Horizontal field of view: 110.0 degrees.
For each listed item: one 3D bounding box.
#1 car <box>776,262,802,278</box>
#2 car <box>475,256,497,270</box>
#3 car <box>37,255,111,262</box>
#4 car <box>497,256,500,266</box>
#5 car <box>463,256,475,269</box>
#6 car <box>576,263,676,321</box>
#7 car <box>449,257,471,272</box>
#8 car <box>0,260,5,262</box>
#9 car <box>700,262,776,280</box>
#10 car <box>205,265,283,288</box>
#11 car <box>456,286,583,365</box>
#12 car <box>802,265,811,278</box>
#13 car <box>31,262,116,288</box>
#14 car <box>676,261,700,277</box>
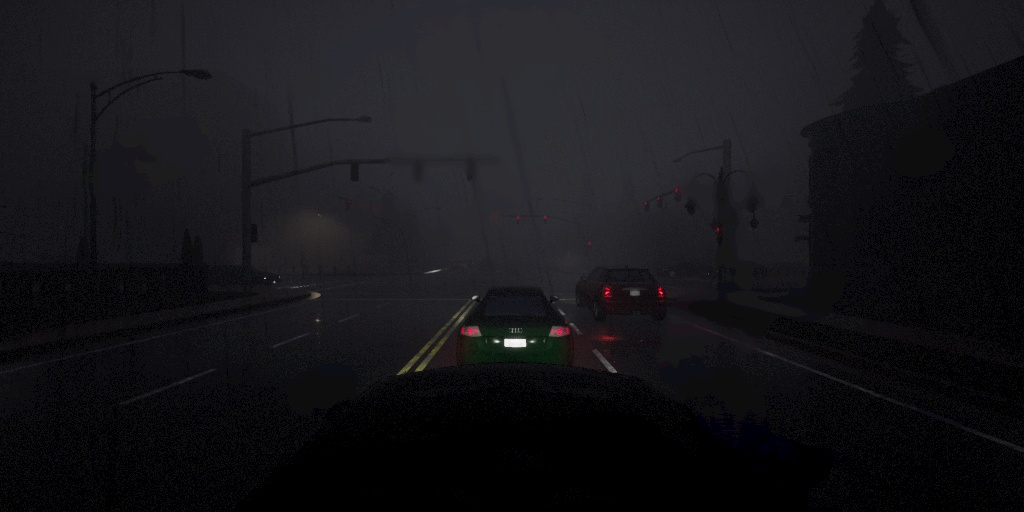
[{"bbox_3d":[25.528,1.276,33.890,4.674,1.442,1.812,0,0,-4],"label":"car"},{"bbox_3d":[-3.589,1.102,50.727,2.097,1.767,4.553,0,0,0],"label":"car"},{"bbox_3d":[-32.170,0.972,26.826,5.566,2.045,2.150,0,0,0],"label":"car"},{"bbox_3d":[-3.577,1.241,59.772,2.128,1.511,4.902,0,0,0],"label":"car"},{"bbox_3d":[-7.084,1.241,57.219,2.128,1.511,4.902,0,0,0],"label":"car"},{"bbox_3d":[3.582,1.102,12.563,2.097,1.767,4.553,0,0,0],"label":"car"},{"bbox_3d":[-7.096,1.228,47.793,1.882,1.535,5.008,0,0,0],"label":"car"},{"bbox_3d":[-50.602,1.102,33.994,4.553,1.767,2.097,0,0,0],"label":"car"},{"bbox_3d":[18.957,1.255,30.185,4.892,1.490,1.837,0,0,-1],"label":"car"},{"bbox_3d":[-18.005,1.297,23.263,5.357,1.411,2.033,0,0,2],"label":"car"},{"bbox_3d":[0.064,1.314,7.552,1.994,1.385,4.181,0,0,0],"label":"car"},{"bbox_3d":[28.467,0.971,30.601,5.566,2.045,2.150,0,0,-7],"label":"car"},{"bbox_3d":[-28.953,1.297,23.322,5.357,1.411,2.033,0,0,0],"label":"car"},{"bbox_3d":[16.196,1.228,33.624,5.008,1.535,1.882,0,0,-2],"label":"car"}]
